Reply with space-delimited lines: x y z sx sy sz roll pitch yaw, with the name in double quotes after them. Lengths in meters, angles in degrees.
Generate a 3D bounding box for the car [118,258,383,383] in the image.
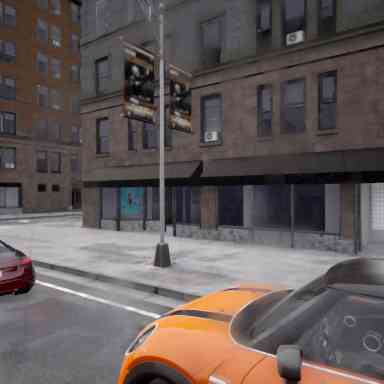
1.524 1.352 2.599 4.553 1.767 2.097 0 0 36 "car"

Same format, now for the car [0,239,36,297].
-5.416 1.564 7.533 4.181 1.385 1.994 0 0 36 "car"
